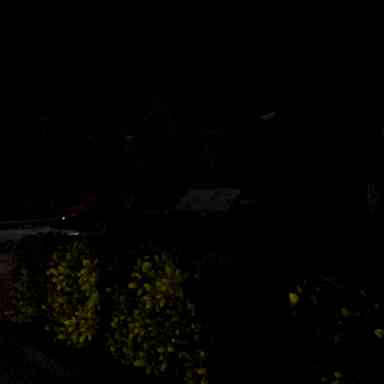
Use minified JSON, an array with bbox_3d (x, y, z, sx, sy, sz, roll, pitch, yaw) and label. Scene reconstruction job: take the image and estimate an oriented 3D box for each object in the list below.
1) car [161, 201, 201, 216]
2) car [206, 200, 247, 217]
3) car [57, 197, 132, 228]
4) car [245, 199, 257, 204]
[{"bbox_3d":[-0.971,1.665,32.500,1.837,1.490,4.892,0,0,36],"label":"car"},{"bbox_3d":[3.126,1.726,31.918,1.994,1.385,4.181,0,0,37],"label":"car"},{"bbox_3d":[-6.915,1.383,24.294,2.150,2.045,5.566,0,0,36],"label":"car"},{"bbox_3d":[6.914,1.688,42.507,1.812,1.442,4.674,0,0,41],"label":"car"}]
